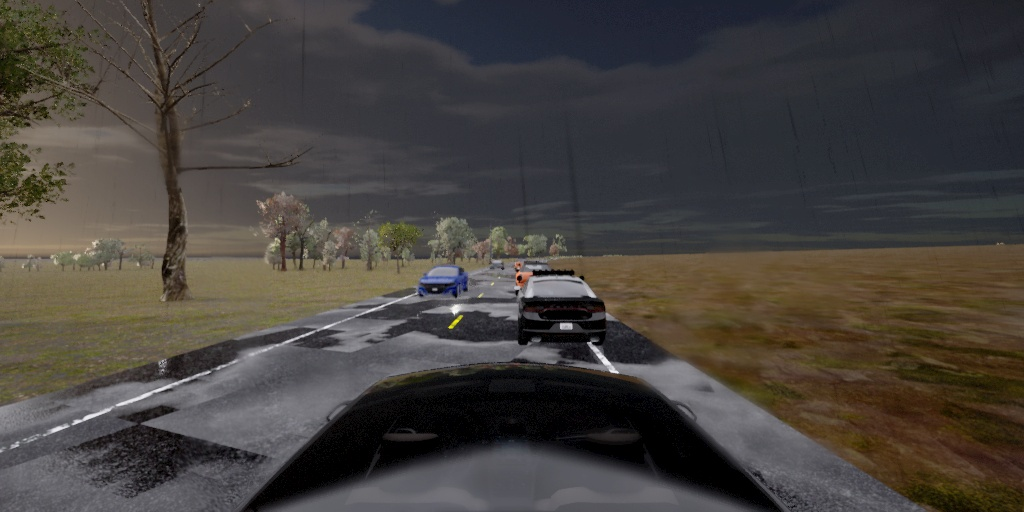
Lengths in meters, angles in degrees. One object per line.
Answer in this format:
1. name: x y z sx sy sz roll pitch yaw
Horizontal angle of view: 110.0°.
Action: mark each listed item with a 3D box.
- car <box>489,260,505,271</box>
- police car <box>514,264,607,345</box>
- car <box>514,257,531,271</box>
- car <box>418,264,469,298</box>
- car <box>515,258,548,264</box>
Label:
1. car: -2.045 1.259 50.184 1.812 1.442 4.674 0 0 3
2. police car: 1.088 1.174 9.609 1.930 1.638 5.238 0 0 1
3. car: 1.530 1.084 50.749 2.097 1.767 4.553 0 0 4
4. car: -3.405 1.225 18.588 1.882 1.535 5.008 0 0 1
5. car: 1.244 1.098 19.434 2.097 1.767 4.553 0 0 1
